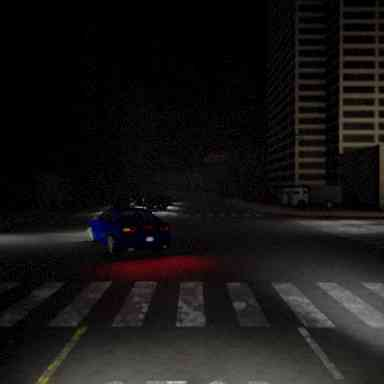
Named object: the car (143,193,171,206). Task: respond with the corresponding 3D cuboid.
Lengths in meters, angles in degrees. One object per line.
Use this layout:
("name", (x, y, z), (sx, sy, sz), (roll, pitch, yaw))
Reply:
("car", (-3.583, 1.180, 34.779), (1.837, 1.490, 4.892), (0, 1, 0))

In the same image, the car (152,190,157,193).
("car", (-7.025, 0.689, 57.089), (2.150, 2.045, 5.566), (0, 1, 0))

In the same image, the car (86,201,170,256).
("car", (-2.580, 1.327, 12.681), (1.882, 1.535, 5.008), (0, 0, -30))

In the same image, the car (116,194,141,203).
("car", (-7.085, 1.220, 35.093), (2.033, 1.411, 5.357), (0, 1, 0))

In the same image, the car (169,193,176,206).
("car", (-3.582, 1.157, 43.693), (1.994, 1.385, 4.181), (0, 1, 0))

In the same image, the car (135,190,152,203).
("car", (-7.081, 0.937, 44.524), (2.097, 1.767, 4.553), (0, 1, 0))
